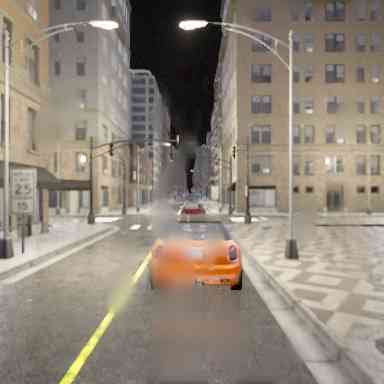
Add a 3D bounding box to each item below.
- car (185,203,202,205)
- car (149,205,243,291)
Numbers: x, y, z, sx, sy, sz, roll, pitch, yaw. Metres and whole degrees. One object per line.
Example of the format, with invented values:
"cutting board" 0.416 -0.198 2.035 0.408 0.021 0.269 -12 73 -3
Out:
"car" 0.095 1.602 26.910 1.882 1.535 5.008 0 0 0
"car" 0.096 1.394 9.255 2.097 1.767 4.553 0 0 0
